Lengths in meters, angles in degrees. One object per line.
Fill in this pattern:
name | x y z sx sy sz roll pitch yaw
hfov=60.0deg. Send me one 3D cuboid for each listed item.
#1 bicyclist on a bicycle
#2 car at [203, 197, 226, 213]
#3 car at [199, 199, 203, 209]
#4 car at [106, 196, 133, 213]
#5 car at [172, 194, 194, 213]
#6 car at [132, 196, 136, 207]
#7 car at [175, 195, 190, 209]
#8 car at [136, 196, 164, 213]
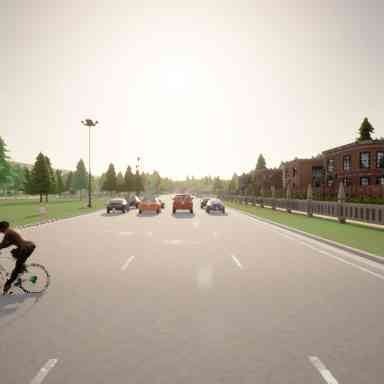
bicyclist on a bicycle | -3.949 1.453 7.267 1.656 1.620 0.582 0 0 -2
car | 2.501 1.526 36.399 1.812 1.442 4.674 0 0 -1
car | 2.160 1.505 46.383 1.837 1.490 4.892 0 0 -1
car | -8.002 1.505 36.294 1.837 1.490 4.892 0 0 -1
car | -1.009 1.221 36.623 2.150 2.045 5.566 0 0 -1
car | -8.344 1.352 46.540 2.097 1.767 4.553 0 0 -1
car | -1.358 1.352 47.165 2.097 1.767 4.553 0 0 -1
car | -4.498 1.352 36.229 2.097 1.767 4.553 0 0 -1
